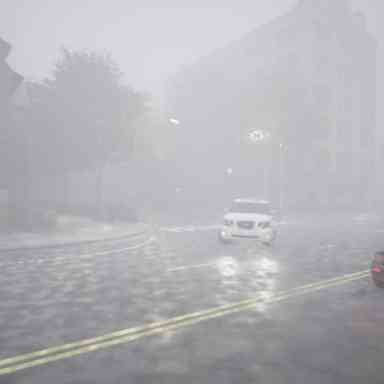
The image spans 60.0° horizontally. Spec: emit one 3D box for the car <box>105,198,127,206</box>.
[{"bbox_3d":[-9.318,1.525,39.795,2.097,1.767,4.553,1,0,-36],"label":"car"}]

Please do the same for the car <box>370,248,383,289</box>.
[{"bbox_3d":[6.175,1.629,8.149,4.674,1.442,1.812,1,0,-35],"label":"car"}]

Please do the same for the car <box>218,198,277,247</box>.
[{"bbox_3d":[2.887,1.348,16.229,2.150,2.045,5.566,2,0,15],"label":"car"}]
